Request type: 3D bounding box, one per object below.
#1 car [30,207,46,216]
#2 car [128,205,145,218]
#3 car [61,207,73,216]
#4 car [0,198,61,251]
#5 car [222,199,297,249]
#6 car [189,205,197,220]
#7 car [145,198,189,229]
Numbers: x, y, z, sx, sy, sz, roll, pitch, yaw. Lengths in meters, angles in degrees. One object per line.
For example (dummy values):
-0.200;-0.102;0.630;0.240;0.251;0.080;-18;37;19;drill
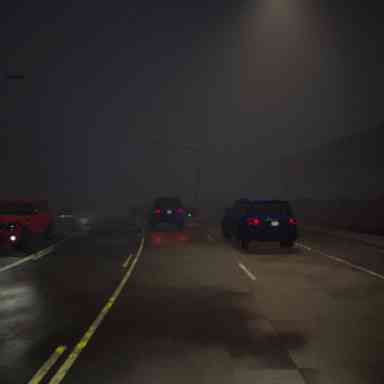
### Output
-25.746;3.249;55.649;1.812;1.442;4.674;1;-3;-32;car
-6.622;2.338;40.651;2.128;1.511;4.902;1;-3;-20;car
-20.603;3.139;54.106;2.033;1.411;5.357;1;-3;-28;car
-7.807;1.297;14.723;2.150;2.045;5.566;0;-1;-7;car
2.866;1.321;15.266;2.150;2.045;5.566;0;-1;-6;car
-0.894;2.067;34.408;1.837;1.490;4.892;1;-2;-16;car
-1.938;1.462;23.903;2.150;2.045;5.566;0;-2;-11;car
